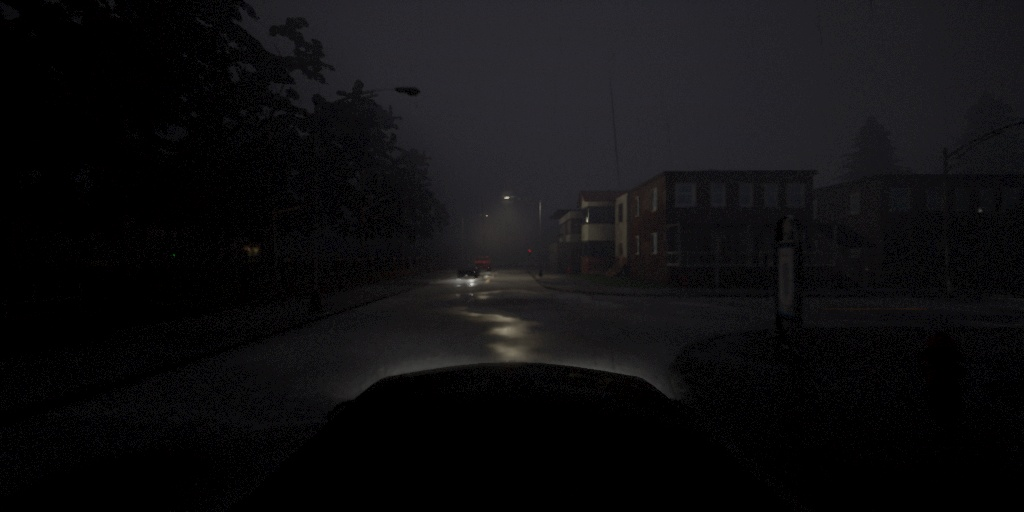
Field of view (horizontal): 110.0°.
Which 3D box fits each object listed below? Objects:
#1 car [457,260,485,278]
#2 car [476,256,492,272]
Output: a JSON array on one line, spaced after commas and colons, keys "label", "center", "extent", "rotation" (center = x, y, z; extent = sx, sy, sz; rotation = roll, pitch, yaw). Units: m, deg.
[{"label": "car", "center": [-4.078, 1.366, 34.652], "extent": [2.033, 1.411, 5.357], "rotation": [0, 0, 0]}, {"label": "car", "center": [-4.012, 1.073, 49.466], "extent": [2.150, 2.045, 5.566], "rotation": [0, 0, 0]}]
